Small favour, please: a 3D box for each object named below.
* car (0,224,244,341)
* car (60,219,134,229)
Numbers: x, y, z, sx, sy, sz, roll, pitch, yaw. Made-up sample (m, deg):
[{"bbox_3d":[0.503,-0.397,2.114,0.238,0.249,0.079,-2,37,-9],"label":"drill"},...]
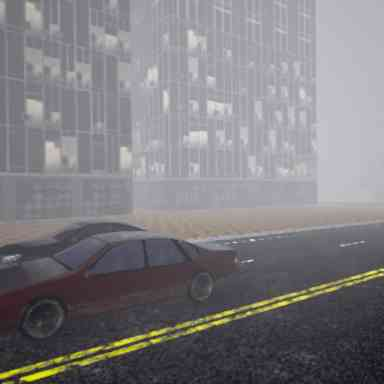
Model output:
[{"bbox_3d":[-1.393,1.551,6.685,5.357,1.411,2.033,0,0,-36],"label":"car"},{"bbox_3d":[-2.999,1.529,9.530,4.674,1.442,1.812,0,0,-35],"label":"car"}]
